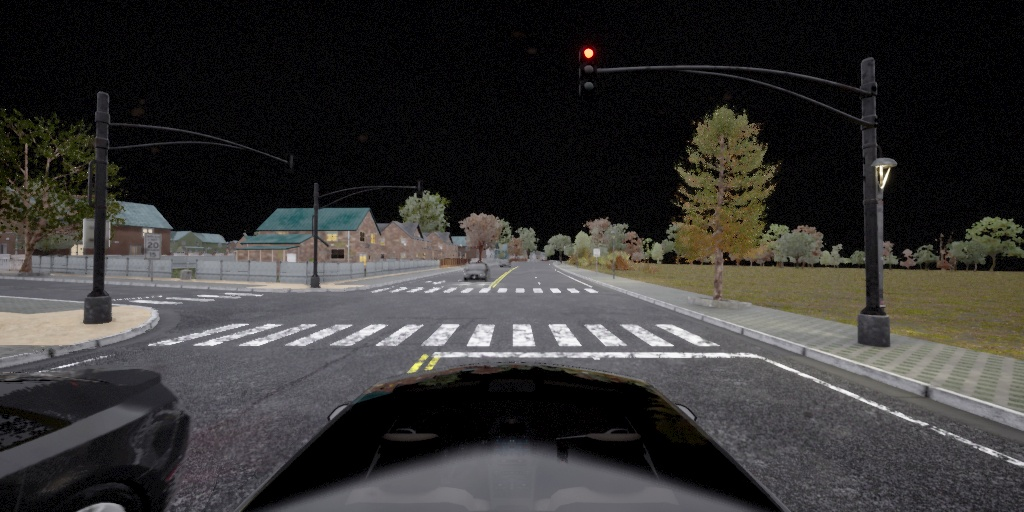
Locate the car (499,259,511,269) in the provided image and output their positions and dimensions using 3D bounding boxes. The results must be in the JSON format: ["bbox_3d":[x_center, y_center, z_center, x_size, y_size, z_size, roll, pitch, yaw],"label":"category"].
[{"bbox_3d":[-1.175,1.315,61.332,1.837,1.490,4.892,0,0,4],"label":"car"}]

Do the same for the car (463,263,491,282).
[{"bbox_3d":[-2.770,1.335,29.270,1.837,1.490,4.892,0,0,2],"label":"car"}]

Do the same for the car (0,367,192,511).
[{"bbox_3d":[-3.244,1.267,0.538,1.837,1.490,4.892,0,0,0],"label":"car"}]
